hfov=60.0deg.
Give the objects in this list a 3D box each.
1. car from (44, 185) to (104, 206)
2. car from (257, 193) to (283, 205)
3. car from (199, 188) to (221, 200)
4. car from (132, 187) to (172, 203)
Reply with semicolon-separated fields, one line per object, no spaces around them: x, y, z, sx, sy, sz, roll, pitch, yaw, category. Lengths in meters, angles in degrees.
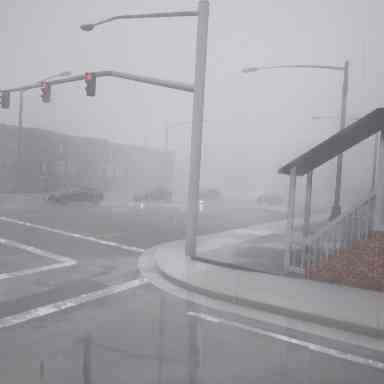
-9.342;0.219;26.680;2.128;1.511;4.902;5;3;36;car
9.620;0.781;40.767;1.994;1.385;4.181;5;3;36;car
1.922;0.238;42.321;1.837;1.490;4.892;5;3;36;car
-4.007;0.235;34.100;1.837;1.490;4.892;5;3;36;car
